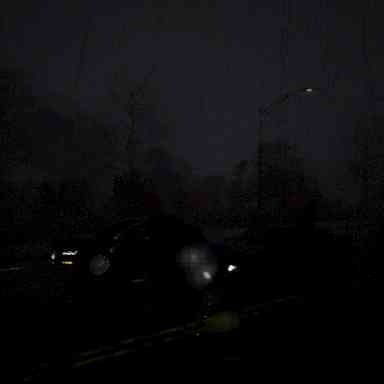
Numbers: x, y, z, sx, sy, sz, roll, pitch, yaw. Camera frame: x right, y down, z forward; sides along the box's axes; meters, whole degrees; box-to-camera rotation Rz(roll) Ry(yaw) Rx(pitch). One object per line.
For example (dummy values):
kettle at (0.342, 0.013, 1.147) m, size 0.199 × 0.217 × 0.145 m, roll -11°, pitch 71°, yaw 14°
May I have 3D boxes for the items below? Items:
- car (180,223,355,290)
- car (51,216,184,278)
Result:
car at (2.526, 1.627, 9.507) m, size 5.357 × 1.411 × 2.033 m, roll 1°, pitch 0°, yaw -36°
car at (-1.775, 1.552, 10.424) m, size 4.892 × 1.490 × 1.837 m, roll 1°, pitch -1°, yaw -36°
